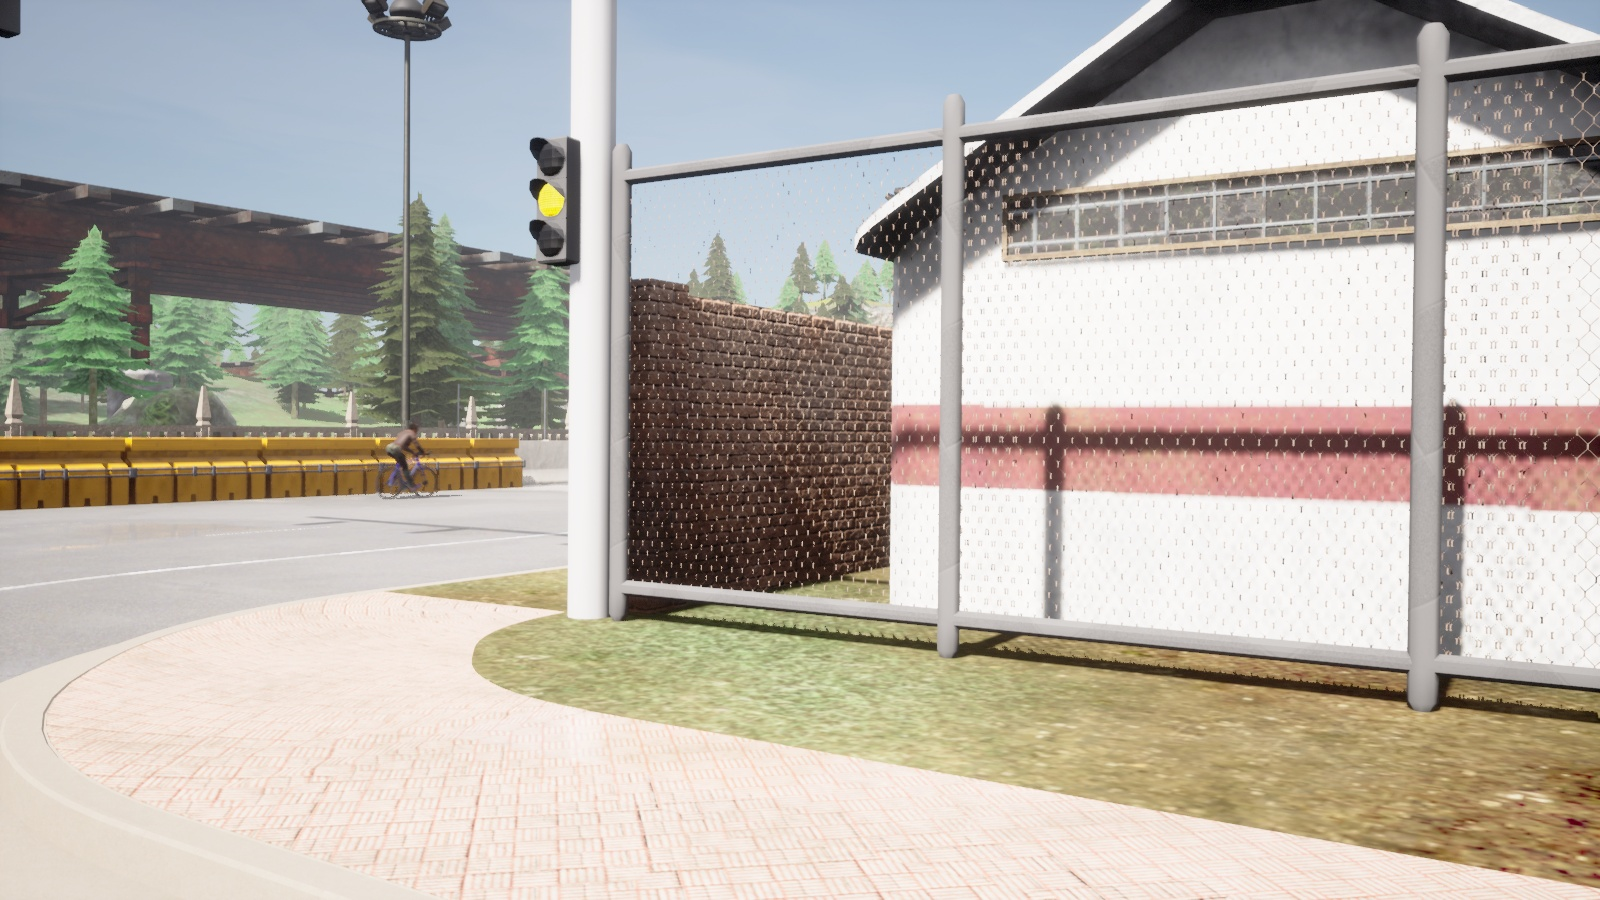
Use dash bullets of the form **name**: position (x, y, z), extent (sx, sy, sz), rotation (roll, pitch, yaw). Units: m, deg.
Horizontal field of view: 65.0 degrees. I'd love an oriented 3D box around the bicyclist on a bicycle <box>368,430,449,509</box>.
- **bicyclist on a bicycle**: position (-8.305, 0.392, 26.724), extent (0.582, 1.620, 1.656), rotation (0, 1, 32)
